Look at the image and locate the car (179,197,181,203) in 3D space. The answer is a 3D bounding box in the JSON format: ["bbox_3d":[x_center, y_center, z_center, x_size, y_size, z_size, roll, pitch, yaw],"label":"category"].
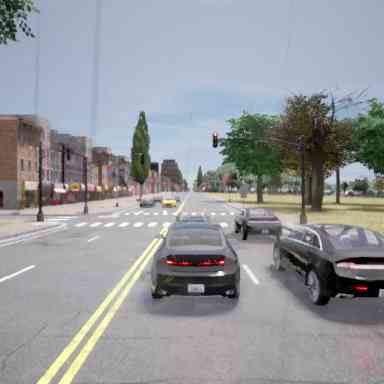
[{"bbox_3d":[-3.296,1.471,65.882,1.994,1.385,4.181,0,1,0],"label":"car"}]

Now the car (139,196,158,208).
[{"bbox_3d":[-6.602,1.621,49.283,1.994,1.385,4.181,0,0,0],"label":"car"}]

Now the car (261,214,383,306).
[{"bbox_3d":[3.328,1.512,8.065,2.128,1.511,4.902,0,0,0],"label":"car"}]

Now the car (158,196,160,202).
[{"bbox_3d":[-6.536,1.453,66.132,2.033,1.411,5.357,0,1,0],"label":"car"}]

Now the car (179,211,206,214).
[{"bbox_3d":[0.048,1.683,17.811,1.895,1.301,4.718,0,0,0],"label":"car"}]

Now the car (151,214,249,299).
[{"bbox_3d":[0.080,1.528,8.506,1.837,1.490,4.892,0,0,0],"label":"car"}]

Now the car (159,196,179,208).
[{"bbox_3d":[-3.350,1.533,49.448,1.882,1.535,5.008,0,0,0],"label":"car"}]

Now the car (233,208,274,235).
[{"bbox_3d":[3.294,1.570,17.275,2.128,1.511,4.902,0,0,0],"label":"car"}]
